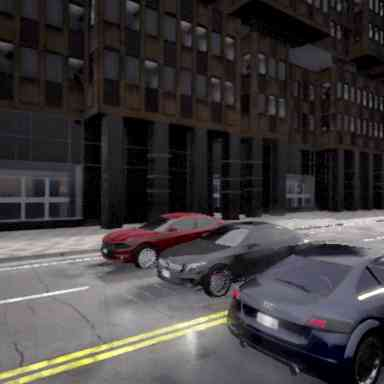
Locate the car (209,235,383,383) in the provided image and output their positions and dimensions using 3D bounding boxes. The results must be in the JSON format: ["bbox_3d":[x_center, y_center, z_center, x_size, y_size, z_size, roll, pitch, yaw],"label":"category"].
[{"bbox_3d":[2.565,1.555,5.273,4.181,1.385,1.994,0,0,-35],"label":"car"}]

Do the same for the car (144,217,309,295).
[{"bbox_3d":[1.329,1.515,8.626,4.674,1.442,1.812,0,0,-36],"label":"car"}]

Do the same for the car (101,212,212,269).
[{"bbox_3d":[-0.533,1.467,11.290,5.008,1.535,1.882,0,0,-36],"label":"car"}]
